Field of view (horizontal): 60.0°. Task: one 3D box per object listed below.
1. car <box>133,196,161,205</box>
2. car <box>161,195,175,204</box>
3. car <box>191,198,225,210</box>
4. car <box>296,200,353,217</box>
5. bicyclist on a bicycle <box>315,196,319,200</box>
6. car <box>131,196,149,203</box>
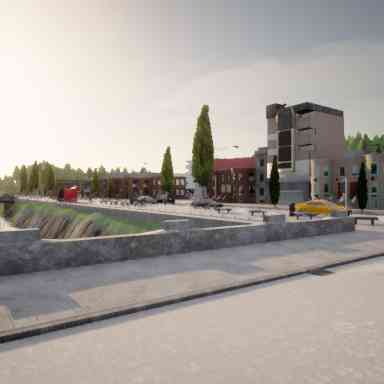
[{"bbox_3d":[-7.753,1.507,57.226,1.837,1.490,4.892,0,-1,-35],"label":"car"},{"bbox_3d":[-5.044,1.352,60.515,2.097,1.767,4.553,0,0,-36],"label":"car"},{"bbox_3d":[1.968,1.548,43.426,2.033,1.411,5.357,0,0,-35],"label":"car"},{"bbox_3d":[11.726,1.478,29.701,1.882,1.535,5.008,0,0,-35],"label":"car"},{"bbox_3d":[14.931,1.349,39.684,1.656,1.620,0.582,0,0,-35],"label":"bicyclist on a bicycle"},{"bbox_3d":[-10.772,1.526,68.555,1.812,1.442,4.674,0,0,-36],"label":"car"}]
